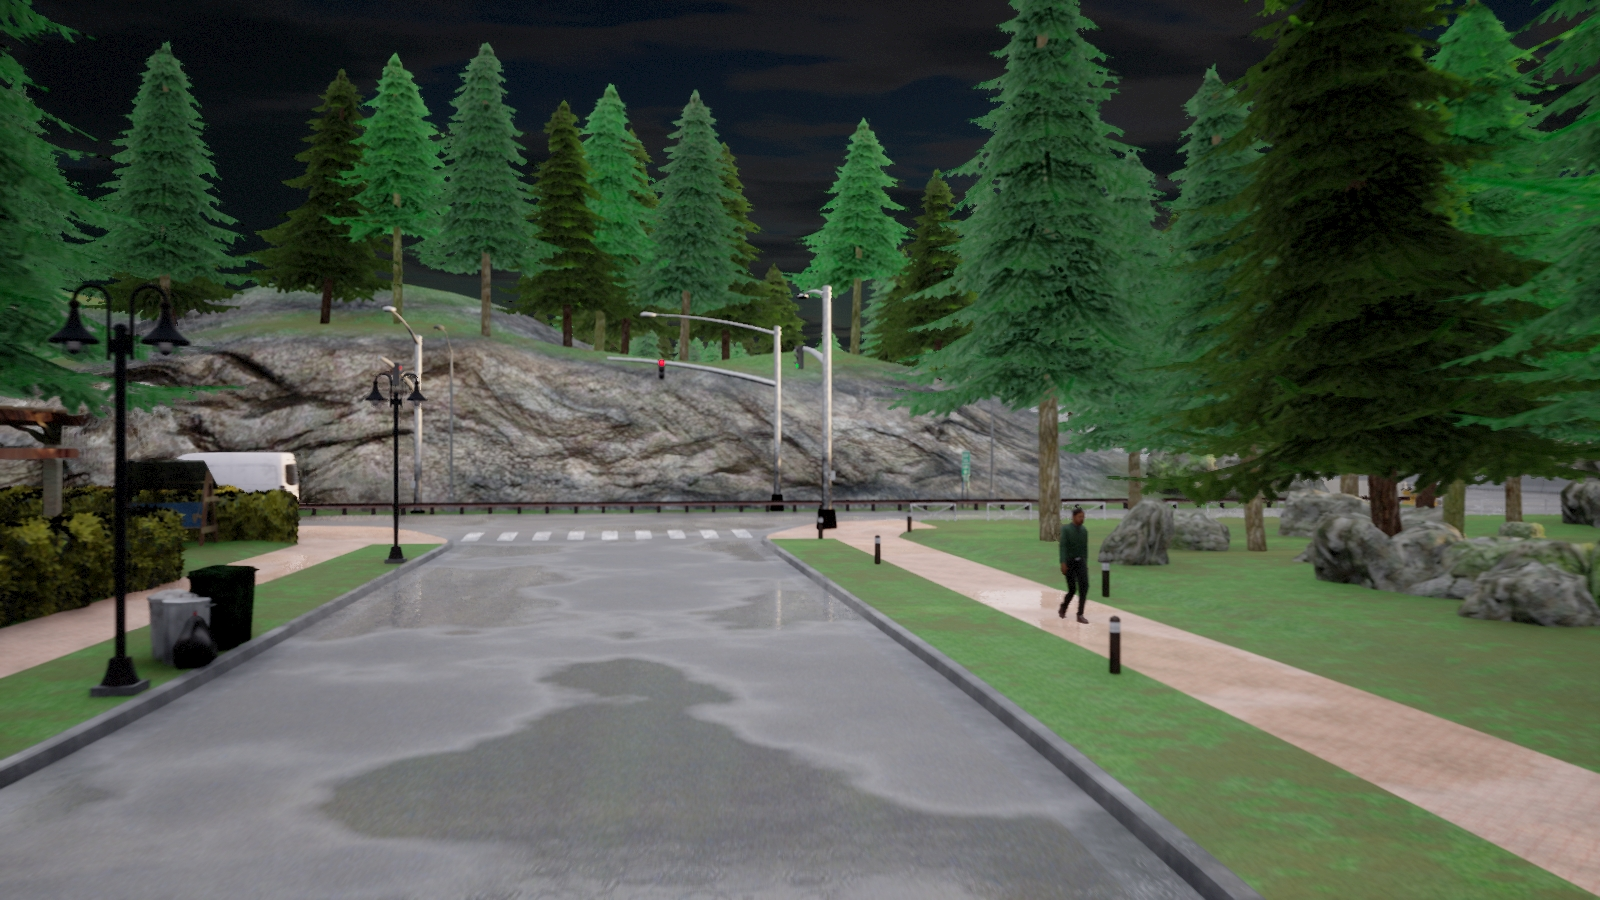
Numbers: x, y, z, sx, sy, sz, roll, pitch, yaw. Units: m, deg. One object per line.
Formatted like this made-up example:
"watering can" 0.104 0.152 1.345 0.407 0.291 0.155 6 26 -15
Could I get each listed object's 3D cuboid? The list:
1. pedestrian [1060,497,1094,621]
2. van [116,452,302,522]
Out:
"pedestrian" 4.261 1.668 17.581 0.375 1.860 0.375 0 0 -14
"van" -22.257 1.343 43.266 5.915 2.561 1.988 0 0 -8
